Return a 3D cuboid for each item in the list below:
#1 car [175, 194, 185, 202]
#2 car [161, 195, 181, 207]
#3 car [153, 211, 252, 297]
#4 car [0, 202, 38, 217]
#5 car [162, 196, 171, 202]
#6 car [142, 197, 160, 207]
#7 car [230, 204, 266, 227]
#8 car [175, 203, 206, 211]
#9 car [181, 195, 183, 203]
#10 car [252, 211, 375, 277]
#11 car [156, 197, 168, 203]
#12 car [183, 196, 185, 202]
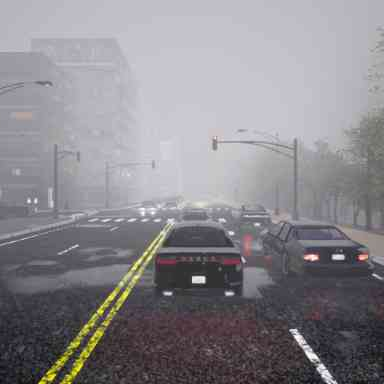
[{"bbox_3d":[-2.871,1.394,79.436,2.097,1.767,4.553,0,0,0],"label":"car"},{"bbox_3d":[-3.104,1.562,50.354,2.033,1.411,5.357,0,0,0],"label":"car"},{"bbox_3d":[0.140,1.478,8.650,1.882,1.535,5.008,0,0,0],"label":"car"},{"bbox_3d":[-18.182,1.723,33.577,4.902,1.511,2.128,-1,0,-1],"label":"car"},{"bbox_3d":[-6.115,1.591,80.674,1.994,1.385,4.181,0,0,0],"label":"car"},{"bbox_3d":[-6.354,1.615,50.115,1.895,1.301,4.718,0,0,0],"label":"car"},{"bbox_3d":[3.443,1.494,19.900,2.128,1.511,4.902,0,0,0],"label":"car"},{"bbox_3d":[0.190,1.566,18.990,1.994,1.385,4.181,0,0,0],"label":"car"},{"bbox_3d":[-3.043,1.526,59.954,1.837,1.490,4.892,0,0,0],"label":"car"},{"bbox_3d":[3.395,1.548,10.158,2.033,1.411,5.357,0,0,1],"label":"car"},{"bbox_3d":[-6.172,1.630,69.017,1.895,1.301,4.718,0,0,0],"label":"car"},{"bbox_3d":[-2.924,1.593,69.274,1.994,1.385,4.181,0,0,0],"label":"car"}]
